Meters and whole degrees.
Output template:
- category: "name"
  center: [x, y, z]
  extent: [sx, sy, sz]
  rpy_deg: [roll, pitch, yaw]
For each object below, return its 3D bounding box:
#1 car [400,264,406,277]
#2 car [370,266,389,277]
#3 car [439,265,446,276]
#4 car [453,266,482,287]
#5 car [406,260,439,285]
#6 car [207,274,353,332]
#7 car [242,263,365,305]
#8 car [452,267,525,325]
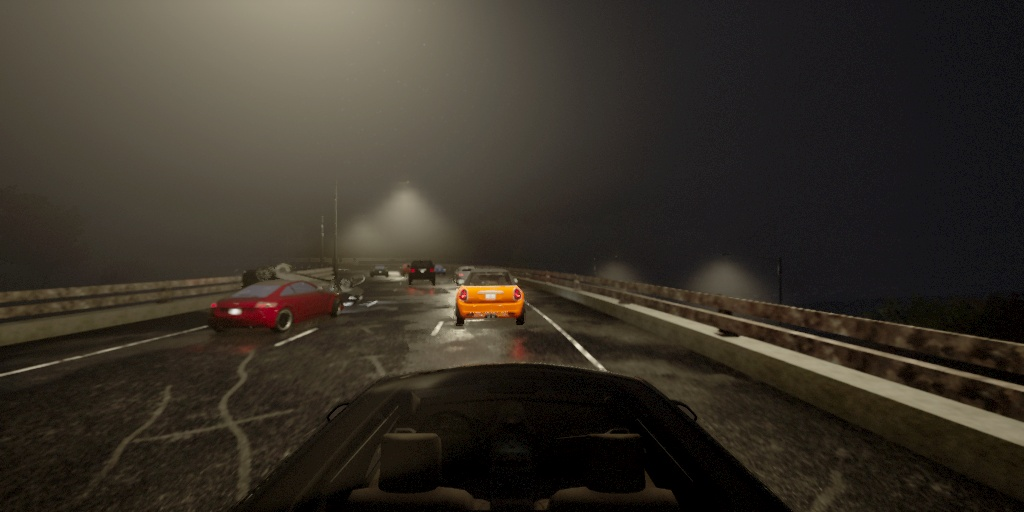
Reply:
- category: "car"
  center: [-13.012, 1.774, 45.236]
  extent: [1.882, 1.535, 5.008]
  rpy_deg: [0, 0, -23]
- category: "car"
  center: [-16.136, 1.850, 43.641]
  extent: [1.994, 1.385, 4.181]
  rpy_deg: [0, -1, -23]
- category: "car"
  center: [-10.120, 1.862, 47.488]
  extent: [2.033, 1.411, 5.357]
  rpy_deg: [0, -1, -24]
- category: "car"
  center: [-3.745, 1.611, 29.348]
  extent: [1.812, 1.442, 4.674]
  rpy_deg: [0, -1, -14]
- category: "car"
  center: [-7.789, 1.337, 30.901]
  extent: [2.150, 2.045, 5.566]
  rpy_deg: [0, 0, -15]
- category: "car"
  center: [-7.158, 1.447, 11.395]
  extent: [1.994, 1.385, 4.181]
  rpy_deg: [0, -1, 3]
- category: "car"
  center: [-9.341, 1.534, 16.162]
  extent: [4.902, 1.511, 2.128]
  rpy_deg: [15, 1, -8]
- category: "car"
  center: [-0.832, 1.231, 12.606]
  extent: [2.097, 1.767, 4.553]
  rpy_deg: [0, -1, -6]
